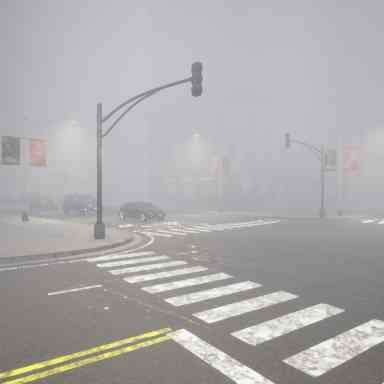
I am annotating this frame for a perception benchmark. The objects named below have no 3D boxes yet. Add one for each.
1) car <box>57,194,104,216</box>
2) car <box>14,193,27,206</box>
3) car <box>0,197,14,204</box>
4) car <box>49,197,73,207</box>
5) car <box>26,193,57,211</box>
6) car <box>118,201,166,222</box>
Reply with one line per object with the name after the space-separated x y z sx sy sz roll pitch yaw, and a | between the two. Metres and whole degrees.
-11.052 1.208 33.428 2.150 2.045 5.566 0 0 -45 | car
-26.077 1.199 53.379 5.566 2.045 2.150 0 0 45 | car
-33.657 1.533 60.975 1.994 1.385 4.181 0 0 -45 | car
-20.764 1.549 52.649 1.994 1.385 4.181 0 0 -45 | car
-18.143 1.334 40.548 2.097 1.767 4.553 0 0 -45 | car
-4.041 1.495 26.397 1.837 1.490 4.892 0 0 -44 | car
